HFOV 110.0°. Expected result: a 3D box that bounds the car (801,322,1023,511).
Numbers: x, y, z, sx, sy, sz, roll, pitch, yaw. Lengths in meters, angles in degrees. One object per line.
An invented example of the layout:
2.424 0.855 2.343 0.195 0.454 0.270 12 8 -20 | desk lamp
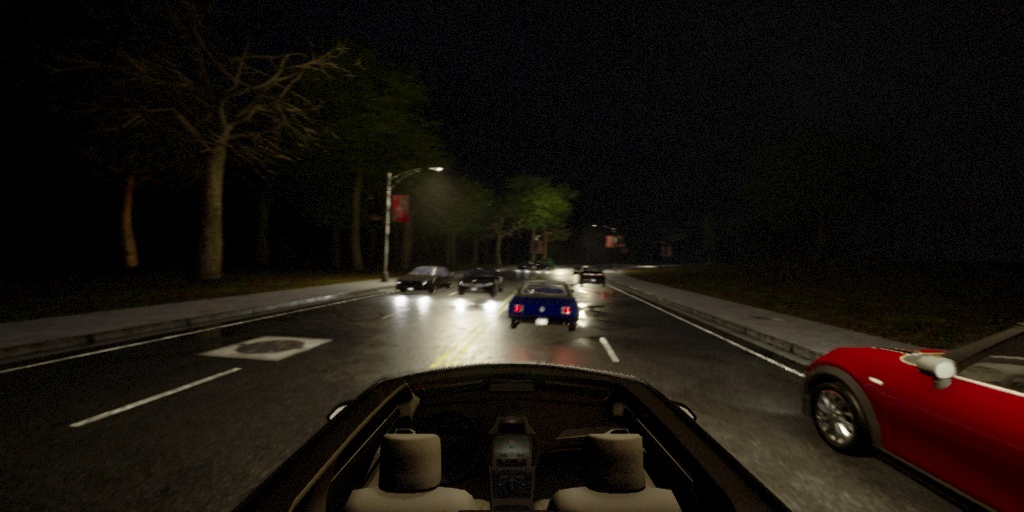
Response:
4.327 1.224 2.351 2.097 1.767 4.553 2 0 6 | car

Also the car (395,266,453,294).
-4.706 1.265 20.347 2.033 1.411 5.357 2 0 6 | car

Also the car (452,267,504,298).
-1.545 1.325 19.343 1.812 1.442 4.674 2 0 6 | car

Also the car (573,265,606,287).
6.138 1.556 28.073 2.128 1.511 4.902 2 0 7 | car

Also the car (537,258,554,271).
5.659 1.427 60.636 2.150 2.045 5.566 1 0 17 | car

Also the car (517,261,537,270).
2.255 1.629 60.595 1.837 1.490 4.892 1 0 17 | car

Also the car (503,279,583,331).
1.035 1.429 11.479 1.895 1.301 4.718 2 0 6 | car
